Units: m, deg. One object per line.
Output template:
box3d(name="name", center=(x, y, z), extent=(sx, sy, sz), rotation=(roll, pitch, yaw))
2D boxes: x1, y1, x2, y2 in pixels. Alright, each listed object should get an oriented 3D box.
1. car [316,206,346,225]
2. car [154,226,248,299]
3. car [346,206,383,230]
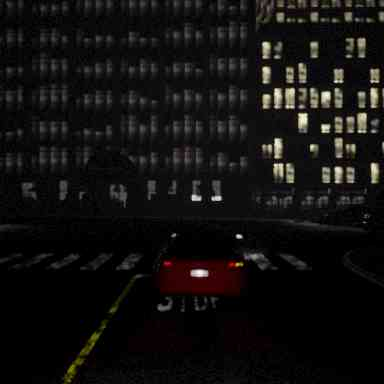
box3d(name="car", center=(12.136, 1.787, 25.874), extent=(4.674, 1.442, 1.812), rotation=(1, -1, 1))
box3d(name="car", center=(0.352, 1.560, 8.487), extent=(1.994, 1.385, 4.181), rotation=(0, 0, 6))
box3d(name="car", center=(13.396, 1.603, 22.611), extent=(4.553, 1.767, 2.097), rotation=(1, -1, 1))
